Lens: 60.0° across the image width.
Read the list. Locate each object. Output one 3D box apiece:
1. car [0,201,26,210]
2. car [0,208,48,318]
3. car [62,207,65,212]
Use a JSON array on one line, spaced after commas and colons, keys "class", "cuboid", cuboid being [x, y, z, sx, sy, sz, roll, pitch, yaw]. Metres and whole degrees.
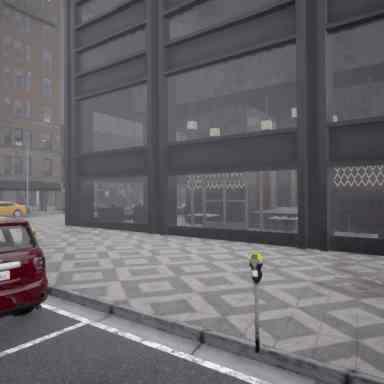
[{"class": "car", "cuboid": [-18.234, 1.641, 31.175, 1.882, 1.535, 5.008, -1, -1, 36]}, {"class": "car", "cuboid": [-4.743, 1.316, 6.248, 5.009, 1.841, 2.192, 0, -1, 36]}, {"class": "car", "cuboid": [-12.461, 1.793, 39.157, 2.033, 1.411, 5.357, -1, -1, 35]}]
